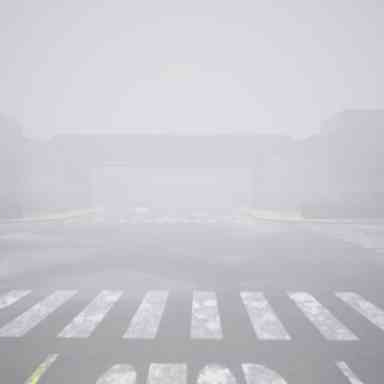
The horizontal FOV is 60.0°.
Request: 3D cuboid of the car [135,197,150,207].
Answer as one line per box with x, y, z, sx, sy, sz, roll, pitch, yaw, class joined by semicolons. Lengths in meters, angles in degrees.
-7.726;1.622;52.521;2.128;1.511;4.902;0;0;0;car
